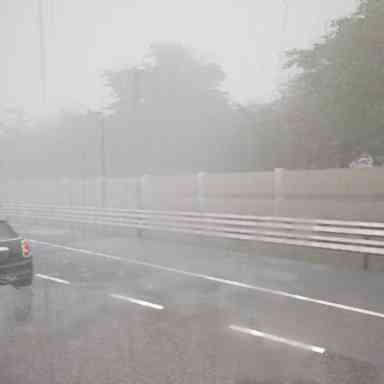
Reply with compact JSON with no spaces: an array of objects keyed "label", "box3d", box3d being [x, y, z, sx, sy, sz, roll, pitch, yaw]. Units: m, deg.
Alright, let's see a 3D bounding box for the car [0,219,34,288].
[{"label":"car","box3d":[-5.882,1.351,8.081,4.553,1.767,2.097,0,0,36]}]
